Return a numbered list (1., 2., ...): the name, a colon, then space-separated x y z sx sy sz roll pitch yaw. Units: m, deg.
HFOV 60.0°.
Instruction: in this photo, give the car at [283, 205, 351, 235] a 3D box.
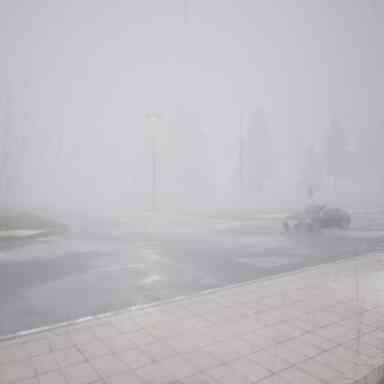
1. car: 7.270 1.514 19.201 4.902 1.511 2.128 0 0 -37
